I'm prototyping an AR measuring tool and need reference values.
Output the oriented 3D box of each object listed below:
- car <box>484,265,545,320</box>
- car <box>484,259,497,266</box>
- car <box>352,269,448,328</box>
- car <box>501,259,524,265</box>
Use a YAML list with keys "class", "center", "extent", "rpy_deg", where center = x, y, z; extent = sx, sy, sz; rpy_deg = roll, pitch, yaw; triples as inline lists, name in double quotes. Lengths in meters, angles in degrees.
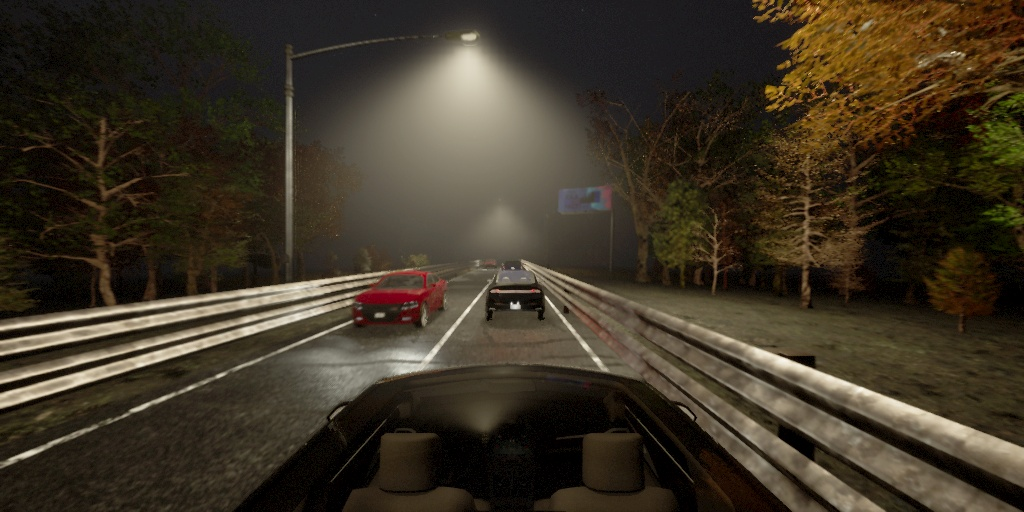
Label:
- class: "car"
  center: [0.100, 1.236, 12.689]
  extent: [2.128, 1.511, 4.902]
  rpy_deg: [0, 0, 0]
- class: "car"
  center: [-3.291, 1.234, 55.771]
  extent: [1.882, 1.535, 5.008]
  rpy_deg: [0, 0, 0]
- class: "car"
  center: [-3.350, 1.222, 11.584]
  extent: [1.882, 1.535, 5.008]
  rpy_deg: [0, 0, 0]
- class: "car"
  center: [0.083, 1.085, 33.556]
  extent: [2.097, 1.767, 4.553]
  rpy_deg: [0, 0, 0]
